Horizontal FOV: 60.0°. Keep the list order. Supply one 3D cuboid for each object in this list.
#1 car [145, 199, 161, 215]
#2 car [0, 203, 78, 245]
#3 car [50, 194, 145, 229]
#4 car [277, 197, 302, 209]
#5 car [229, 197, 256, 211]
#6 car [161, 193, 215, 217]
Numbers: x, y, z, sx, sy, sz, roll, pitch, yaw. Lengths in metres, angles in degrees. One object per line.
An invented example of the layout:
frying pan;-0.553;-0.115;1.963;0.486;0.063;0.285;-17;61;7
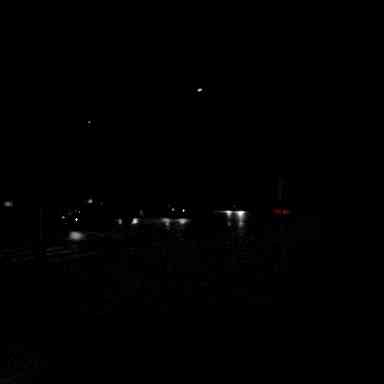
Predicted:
car;-4.117;1.389;30.139;1.882;1.535;5.008;0;0;35
car;-7.548;1.440;13.735;1.882;1.535;5.008;0;0;35
car;-5.999;1.160;21.877;2.150;2.045;5.566;0;0;35
car;12.279;1.309;41.655;2.128;1.511;4.902;0;0;35
car;6.070;1.355;38.850;1.837;1.490;4.892;0;0;36
car;0.005;1.116;30.326;2.150;2.045;5.566;0;0;35
